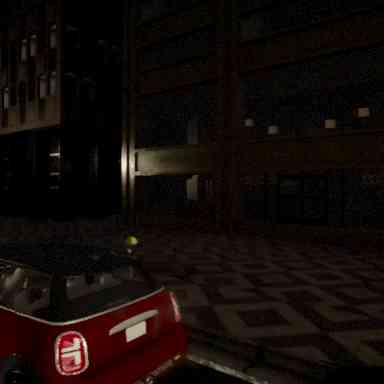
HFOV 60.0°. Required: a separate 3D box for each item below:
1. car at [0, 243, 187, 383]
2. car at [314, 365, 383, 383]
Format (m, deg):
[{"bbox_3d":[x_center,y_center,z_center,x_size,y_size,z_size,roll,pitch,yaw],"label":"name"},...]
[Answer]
[{"bbox_3d":[-2.143,1.421,4.489,4.097,1.590,1.967,0,0,36],"label":"car"},{"bbox_3d":[2.417,1.572,1.237,4.313,1.339,1.947,0,0,36],"label":"car"}]
